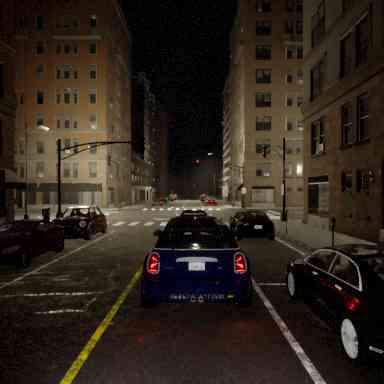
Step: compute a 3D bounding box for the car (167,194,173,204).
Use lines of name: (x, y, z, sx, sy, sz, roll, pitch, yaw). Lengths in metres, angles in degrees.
car: (-5.431, 1.607, 64.545, 2.008, 1.369, 4.403, 0, 0, 0)

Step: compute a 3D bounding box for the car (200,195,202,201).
car: (3.094, 1.607, 64.509, 2.008, 1.369, 4.403, 0, 0, 0)

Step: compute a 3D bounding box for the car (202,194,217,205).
car: (3.042, 1.476, 53.691, 1.967, 1.590, 4.097, 0, 0, 0)

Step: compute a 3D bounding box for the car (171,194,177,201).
car: (-5.356, 1.626, 80.601, 1.752, 1.417, 4.829, 0, 0, 0)

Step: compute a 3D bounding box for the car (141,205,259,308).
car: (0.101, 1.352, 8.090, 2.097, 1.767, 4.553, 0, 0, 0)

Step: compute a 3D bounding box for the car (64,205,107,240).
car: (-5.624, 1.441, 16.626, 1.967, 1.590, 4.097, 0, 0, 0)

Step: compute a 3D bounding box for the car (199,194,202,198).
car: (3.143, 1.525, 75.327, 1.967, 1.590, 4.097, 0, 0, 0)

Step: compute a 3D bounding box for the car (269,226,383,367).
car: (2.870, 1.551, 5.599, 2.008, 1.369, 4.403, 0, 0, 0)

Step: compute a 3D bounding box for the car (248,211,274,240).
car: (2.902, 1.567, 16.601, 1.947, 1.339, 4.313, 0, 0, 0)

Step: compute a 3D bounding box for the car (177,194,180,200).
car: (-5.306, 1.457, 91.589, 2.192, 1.841, 5.009, 0, 0, 0)

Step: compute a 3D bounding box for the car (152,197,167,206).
car: (-5.482, 1.618, 53.729, 1.802, 1.307, 4.206, 0, 0, 0)

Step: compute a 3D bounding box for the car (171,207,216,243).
car: (0.091, 1.565, 16.673, 1.994, 1.385, 4.181, 0, 0, 1)

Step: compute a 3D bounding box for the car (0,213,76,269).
car: (-5.640, 1.582, 11.125, 1.802, 1.307, 4.206, 0, 0, 0)
